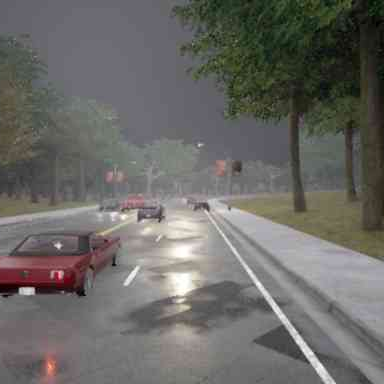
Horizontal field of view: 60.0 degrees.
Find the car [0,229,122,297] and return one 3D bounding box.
[{"bbox_3d":[-3.145,1.612,8.573,1.895,1.301,4.718,0,0,0],"label":"car"}]

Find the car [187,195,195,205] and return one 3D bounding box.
[{"bbox_3d":[0.028,1.598,59.842,2.128,1.511,4.902,0,0,0],"label":"car"}]

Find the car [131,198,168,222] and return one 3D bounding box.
[{"bbox_3d":[-3.138,1.526,26.369,2.128,1.511,4.902,0,0,0],"label":"car"}]

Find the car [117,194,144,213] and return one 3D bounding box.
[{"bbox_3d":[-6.577,1.277,37.831,2.150,2.045,5.566,0,0,0],"label":"car"}]

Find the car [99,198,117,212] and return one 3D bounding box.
[{"bbox_3d":[-9.821,1.565,40.090,1.837,1.490,4.892,0,0,0],"label":"car"}]

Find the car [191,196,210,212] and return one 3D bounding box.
[{"bbox_3d":[1.156,1.565,40.179,1.837,1.490,4.892,0,0,0],"label":"car"}]

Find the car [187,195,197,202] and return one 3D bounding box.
[{"bbox_3d":[0.083,1.494,75.924,1.882,1.535,5.008,0,0,3],"label":"car"}]
